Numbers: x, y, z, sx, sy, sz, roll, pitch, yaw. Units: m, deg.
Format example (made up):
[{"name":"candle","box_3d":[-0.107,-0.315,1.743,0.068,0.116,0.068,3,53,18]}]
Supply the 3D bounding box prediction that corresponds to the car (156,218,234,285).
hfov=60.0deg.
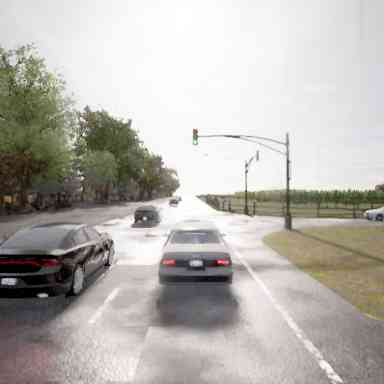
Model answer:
[{"name":"car","box_3d":[0.085,1.610,9.717,2.033,1.411,5.357,0,0,0]}]

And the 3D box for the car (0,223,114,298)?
[{"name":"car","box_3d":[-3.420,1.534,8.695,1.882,1.535,5.008,0,0,0]}]

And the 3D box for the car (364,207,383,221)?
[{"name":"car","box_3d":[18.625,1.975,31.114,4.674,1.442,1.812,1,-1,0]}]

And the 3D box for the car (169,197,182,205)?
[{"name":"car","box_3d":[-3.545,1.892,67.488,1.882,1.535,5.008,0,-1,0]}]

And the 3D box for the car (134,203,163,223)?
[{"name":"car","box_3d":[-3.457,1.677,26.815,1.837,1.490,4.892,0,0,0]}]
